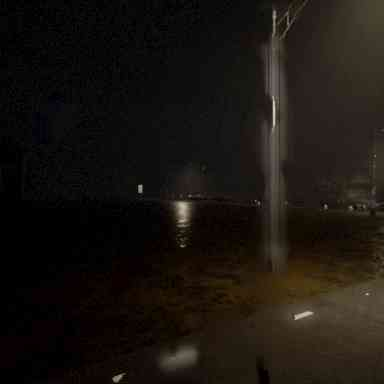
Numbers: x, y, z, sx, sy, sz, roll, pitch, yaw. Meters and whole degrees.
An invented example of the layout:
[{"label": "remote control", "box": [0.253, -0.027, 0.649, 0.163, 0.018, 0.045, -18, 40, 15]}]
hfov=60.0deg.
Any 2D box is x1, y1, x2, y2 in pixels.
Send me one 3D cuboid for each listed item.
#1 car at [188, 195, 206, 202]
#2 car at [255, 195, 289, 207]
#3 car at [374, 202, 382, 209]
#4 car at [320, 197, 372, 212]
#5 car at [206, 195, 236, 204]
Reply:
[{"label": "car", "box": [1.156, 1.187, 63.943, 1.895, 1.301, 4.718, 2, -1, -35]}, {"label": "car", "box": [10.590, 1.176, 44.255, 1.837, 1.490, 4.892, 2, 0, -35]}, {"label": "car", "box": [19.025, 1.432, 38.750, 2.033, 1.411, 5.357, 2, 0, -35]}, {"label": "car", "box": [16.344, 1.292, 36.140, 1.837, 1.490, 4.892, 2, 0, -35]}, {"label": "car", "box": [4.822, 1.173, 52.400, 1.895, 1.301, 4.718, 2, -1, -35]}]
